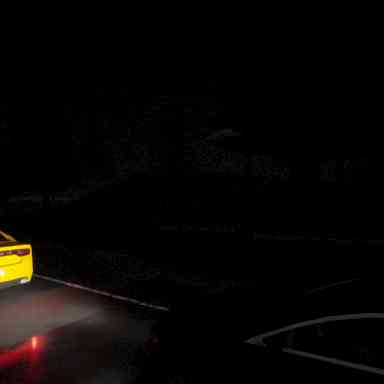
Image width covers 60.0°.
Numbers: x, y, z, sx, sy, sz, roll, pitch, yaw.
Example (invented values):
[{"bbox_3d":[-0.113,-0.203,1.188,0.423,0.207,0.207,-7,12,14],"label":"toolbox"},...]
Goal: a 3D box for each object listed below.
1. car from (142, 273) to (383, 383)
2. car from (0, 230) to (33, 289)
[{"bbox_3d":[1.732,1.492,2.772,4.902,1.511,2.128,0,0,35],"label":"car"},{"bbox_3d":[-5.867,1.468,8.023,5.008,1.535,1.882,0,0,35],"label":"car"}]
